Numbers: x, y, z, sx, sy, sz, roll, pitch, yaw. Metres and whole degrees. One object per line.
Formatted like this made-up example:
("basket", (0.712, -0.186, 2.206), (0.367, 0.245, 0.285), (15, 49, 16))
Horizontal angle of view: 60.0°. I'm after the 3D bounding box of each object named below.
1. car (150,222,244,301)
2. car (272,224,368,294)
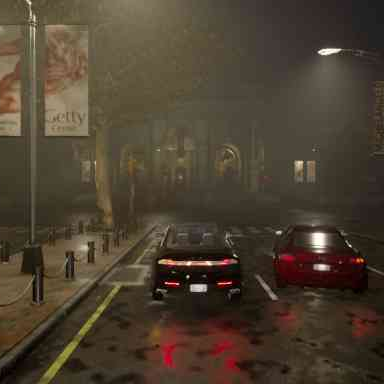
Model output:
("car", (0.077, 1.492, 8.327), (2.128, 1.511, 4.902), (0, 0, -1))
("car", (3.248, 1.564, 8.981), (1.994, 1.385, 4.181), (0, 0, 14))
